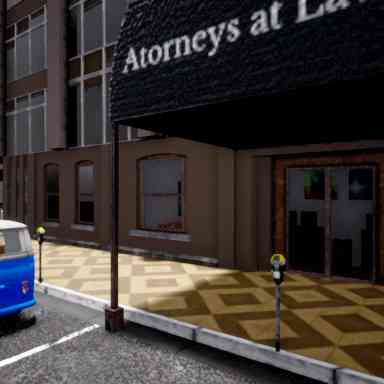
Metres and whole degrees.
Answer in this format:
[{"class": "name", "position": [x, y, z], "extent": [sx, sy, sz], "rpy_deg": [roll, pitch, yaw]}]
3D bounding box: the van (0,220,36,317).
[{"class": "van", "position": [-4.573, 1.341, 6.122], "extent": [3.998, 1.788, 1.690], "rpy_deg": [0, 0, 35]}]
